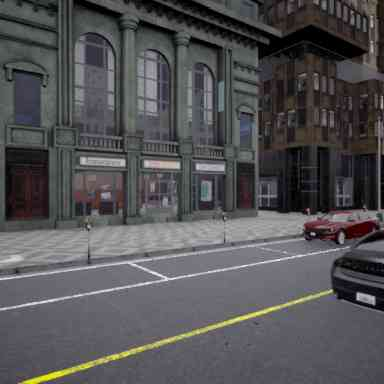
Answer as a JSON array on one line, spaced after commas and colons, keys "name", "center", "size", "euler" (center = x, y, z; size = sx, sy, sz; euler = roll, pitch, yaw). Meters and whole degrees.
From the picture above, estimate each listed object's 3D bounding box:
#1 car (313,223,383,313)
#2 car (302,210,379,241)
[{"name": "car", "center": [4.824, 1.505, 6.876], "size": [4.892, 1.490, 1.837], "euler": [0, 0, -36]}, {"name": "car", "center": [6.996, 1.547, 15.505], "size": [4.507, 1.381, 1.887], "euler": [0, 0, -35]}]
